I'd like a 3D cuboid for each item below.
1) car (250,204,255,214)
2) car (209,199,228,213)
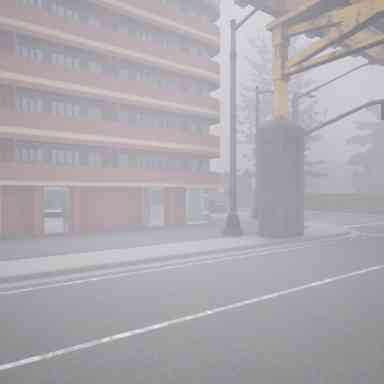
[{"bbox_3d":[7.337,1.478,29.196,1.882,1.535,5.008,0,0,-35],"label":"car"},{"bbox_3d":[1.939,1.526,36.865,1.812,1.442,4.674,0,0,-35],"label":"car"}]
